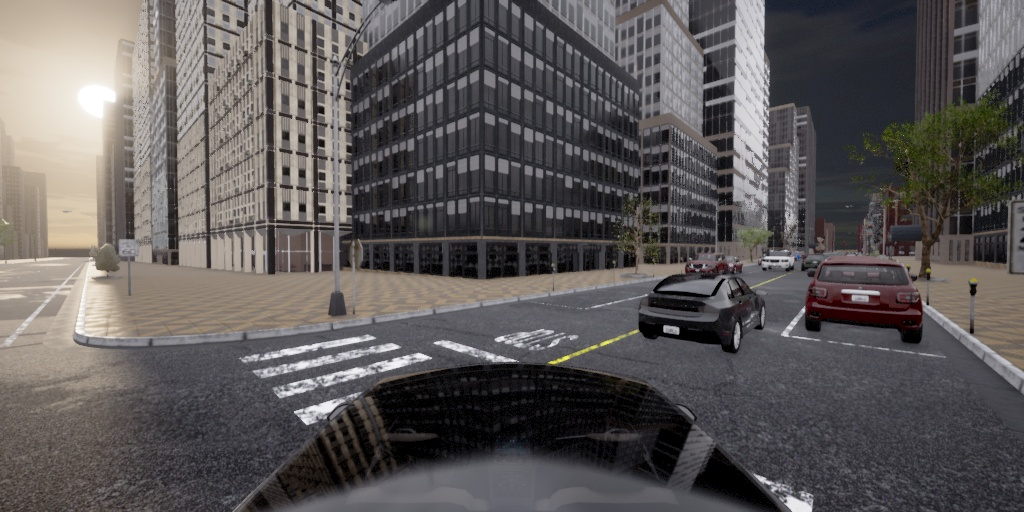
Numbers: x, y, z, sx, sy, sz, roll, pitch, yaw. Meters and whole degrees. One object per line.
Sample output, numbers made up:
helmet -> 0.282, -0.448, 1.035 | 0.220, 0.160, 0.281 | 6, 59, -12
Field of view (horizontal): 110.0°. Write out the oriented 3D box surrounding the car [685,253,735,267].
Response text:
car -> 14.780, 0.665, 27.083 | 2.192, 1.841, 5.009 | 0, 0, 43

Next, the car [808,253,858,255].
car -> 12.886, 0.904, 13.583 | 2.192, 1.841, 5.009 | 0, 0, 43

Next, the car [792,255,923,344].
car -> 9.139, 0.970, 9.478 | 2.192, 1.841, 5.009 | 0, 0, 43

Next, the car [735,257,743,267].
car -> 18.597, 0.726, 31.123 | 1.967, 1.591, 4.097 | 0, 0, 43

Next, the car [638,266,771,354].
car -> 4.759, 1.163, 8.725 | 1.837, 1.490, 4.892 | 1, 1, 43

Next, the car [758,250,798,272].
car -> 26.914, 0.436, 36.169 | 2.150, 2.045, 5.566 | 1, 1, 43

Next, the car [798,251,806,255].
car -> 30.237, 0.585, 35.576 | 2.097, 1.767, 4.553 | 1, 1, 44
